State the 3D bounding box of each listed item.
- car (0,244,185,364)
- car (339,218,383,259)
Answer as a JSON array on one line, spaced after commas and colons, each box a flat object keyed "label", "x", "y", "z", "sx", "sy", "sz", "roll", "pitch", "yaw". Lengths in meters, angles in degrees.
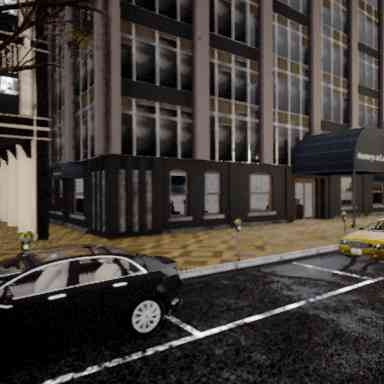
[{"label": "car", "x": -2.175, "y": 1.547, "z": 5.011, "sx": 4.403, "sy": 1.369, "sz": 2.008, "roll": 0, "pitch": 0, "yaw": -35}, {"label": "car", "x": 6.967, "y": 1.483, "z": 11.525, "sx": 4.829, "sy": 1.417, "sz": 1.752, "roll": 0, "pitch": 0, "yaw": -35}]
